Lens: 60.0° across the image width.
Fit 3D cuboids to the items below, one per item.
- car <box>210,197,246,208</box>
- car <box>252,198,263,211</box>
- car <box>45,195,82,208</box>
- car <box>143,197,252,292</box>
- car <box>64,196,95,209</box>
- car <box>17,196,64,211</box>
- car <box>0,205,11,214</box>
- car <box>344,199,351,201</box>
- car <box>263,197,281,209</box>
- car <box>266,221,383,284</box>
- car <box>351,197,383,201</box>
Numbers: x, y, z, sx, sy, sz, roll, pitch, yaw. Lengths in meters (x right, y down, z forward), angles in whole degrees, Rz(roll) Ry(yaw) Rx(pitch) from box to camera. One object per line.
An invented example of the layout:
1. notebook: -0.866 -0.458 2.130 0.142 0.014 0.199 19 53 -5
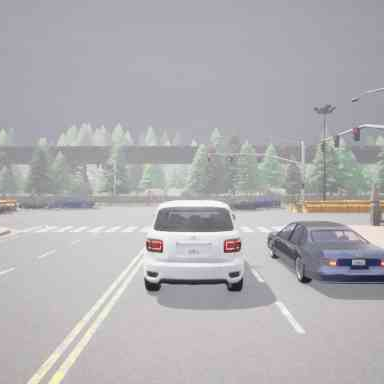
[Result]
1. car: 5.122 1.491 47.891 4.902 1.511 2.128 0 0 0
2. car: 5.478 1.601 38.933 4.718 1.301 1.895 0 0 -26
3. car: -18.503 1.351 48.009 4.553 1.767 2.097 0 0 0
4. car: 0.061 1.221 9.106 2.150 2.045 5.566 0 0 1
5. car: -15.515 1.477 44.494 5.008 1.535 1.882 0 0 0
6. car: -18.951 1.492 41.011 4.902 1.511 2.128 0 0 0
7. car: -21.487 1.547 33.824 5.357 1.411 2.033 0 0 0
8. car: 23.832 1.477 47.802 5.008 1.535 1.882 0 0 0
9. car: 9.298 1.477 44.370 5.008 1.535 1.882 0 0 0
10. car: 3.570 1.547 9.597 2.033 1.411 5.357 0 0 0
11. car: 22.786 1.491 40.806 4.902 1.511 2.128 0 0 0
